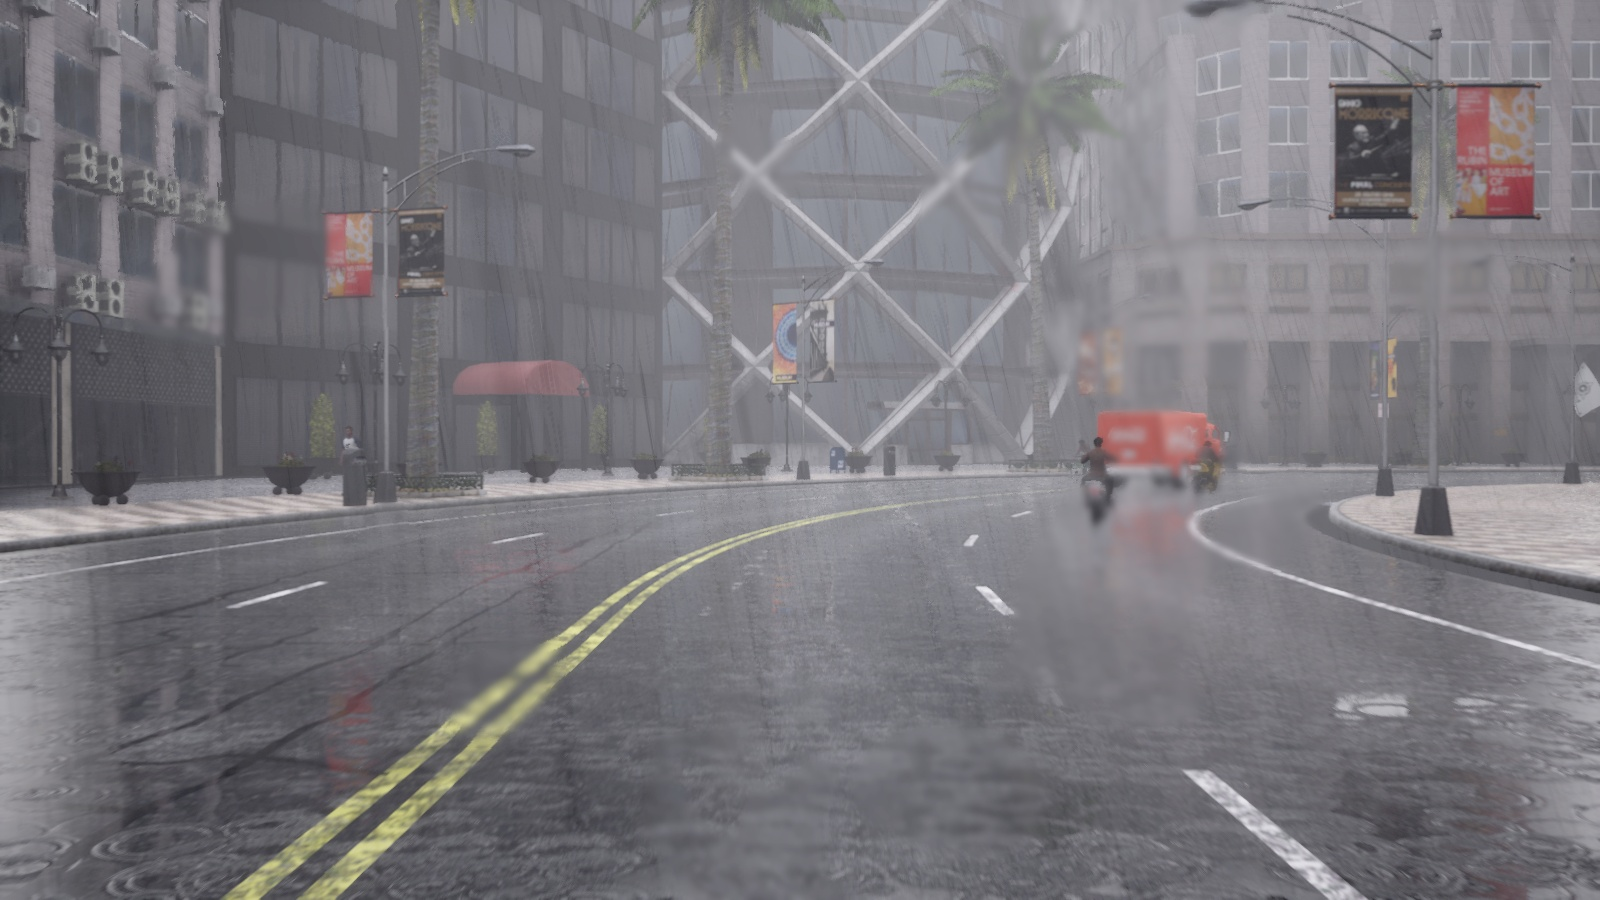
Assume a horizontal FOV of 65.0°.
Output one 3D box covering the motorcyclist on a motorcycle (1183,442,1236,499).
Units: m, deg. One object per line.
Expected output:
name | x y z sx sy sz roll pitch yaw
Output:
motorcyclist on a motorcycle | 11.402 0.541 34.930 0.797 1.523 2.044 1 1 35

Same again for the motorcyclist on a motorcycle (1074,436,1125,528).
motorcyclist on a motorcycle | 5.701 0.567 23.797 0.766 1.649 2.350 0 0 17

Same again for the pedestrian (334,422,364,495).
pedestrian | -11.600 0.212 32.276 0.354 1.836 0.706 0 0 20

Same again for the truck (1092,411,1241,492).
truck | 12.063 0.038 41.130 2.627 2.467 5.204 0 0 43
